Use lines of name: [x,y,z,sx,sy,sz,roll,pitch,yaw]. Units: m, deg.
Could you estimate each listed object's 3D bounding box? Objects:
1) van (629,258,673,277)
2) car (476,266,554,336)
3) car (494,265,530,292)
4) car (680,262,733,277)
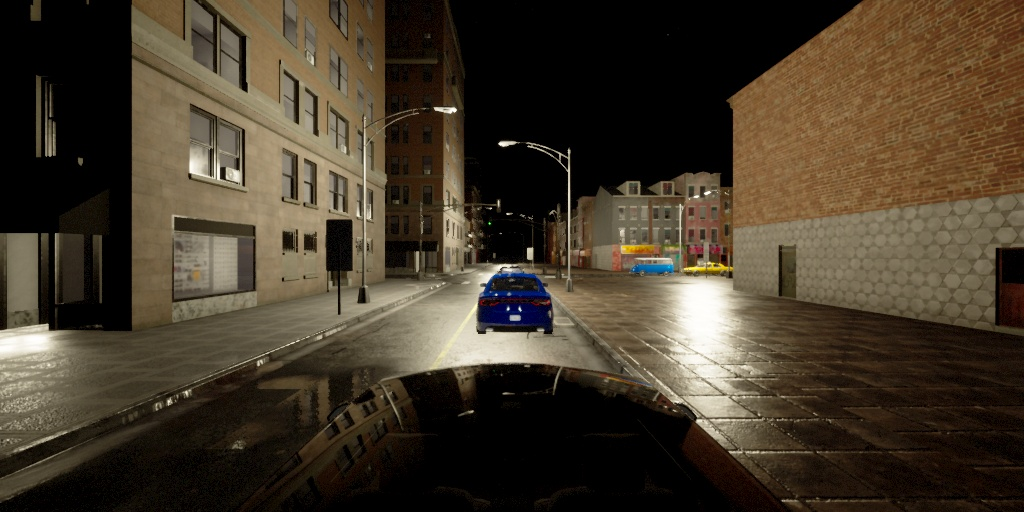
van: [13.610,1.087,35.015,3.998,1.789,1.690,0,0,0]
car: [0.067,1.227,10.463,1.882,1.535,5.008,0,0,0]
car: [-0.123,1.314,22.335,1.994,1.385,4.181,0,0,-3]
car: [19.051,1.267,35.028,4.829,1.417,1.751,0,0,0]
